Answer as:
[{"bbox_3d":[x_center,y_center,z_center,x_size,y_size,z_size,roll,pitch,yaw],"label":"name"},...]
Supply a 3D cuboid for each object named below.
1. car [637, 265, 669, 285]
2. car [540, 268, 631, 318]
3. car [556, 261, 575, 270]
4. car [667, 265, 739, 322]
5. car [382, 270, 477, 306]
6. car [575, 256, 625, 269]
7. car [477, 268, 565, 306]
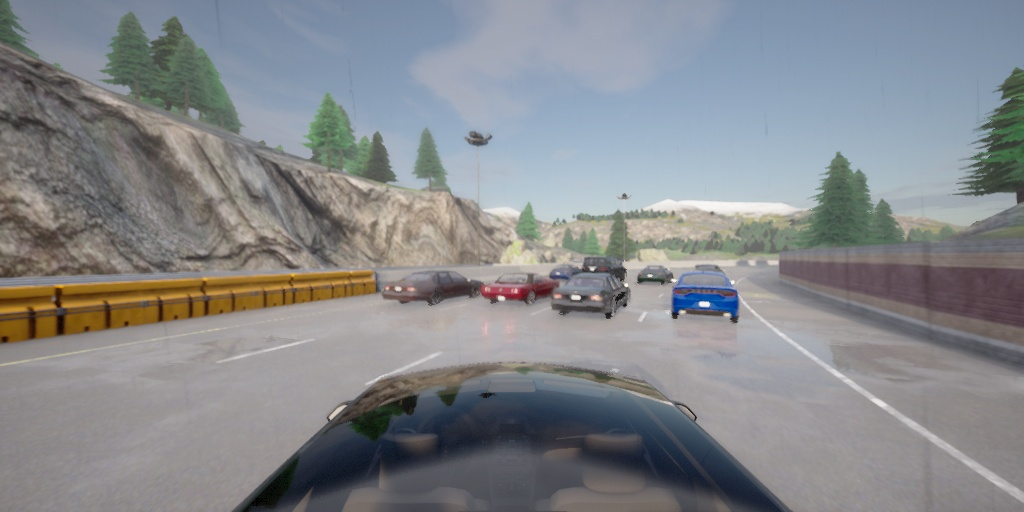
[{"bbox_3d":[10.955,1.390,27.309,1.994,1.385,4.181,0,0,33],"label":"car"},{"bbox_3d":[3.082,1.330,13.241,2.033,1.411,5.357,0,0,27],"label":"car"},{"bbox_3d":[4.838,1.395,30.736,1.994,1.385,4.181,0,0,33],"label":"car"},{"bbox_3d":[6.735,1.262,12.694,1.882,1.535,5.008,0,0,27],"label":"car"},{"bbox_3d":[-3.285,1.334,16.152,2.033,1.411,5.357,0,0,26],"label":"car"},{"bbox_3d":[7.209,1.048,27.985,2.150,2.045,5.566,0,0,33],"label":"car"},{"bbox_3d":[0.605,1.389,16.074,1.895,1.301,4.718,0,0,27],"label":"car"}]
